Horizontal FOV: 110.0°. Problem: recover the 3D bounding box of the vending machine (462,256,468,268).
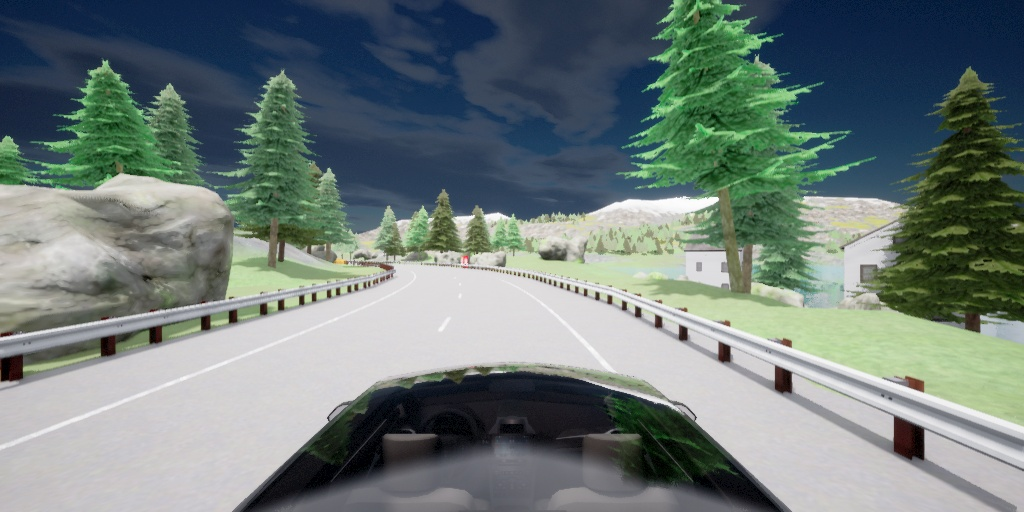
[{"bbox_3d":[-7.803,0.928,59.389,1.100,2.100,0.880,0,0,-26],"label":"vending machine"}]
